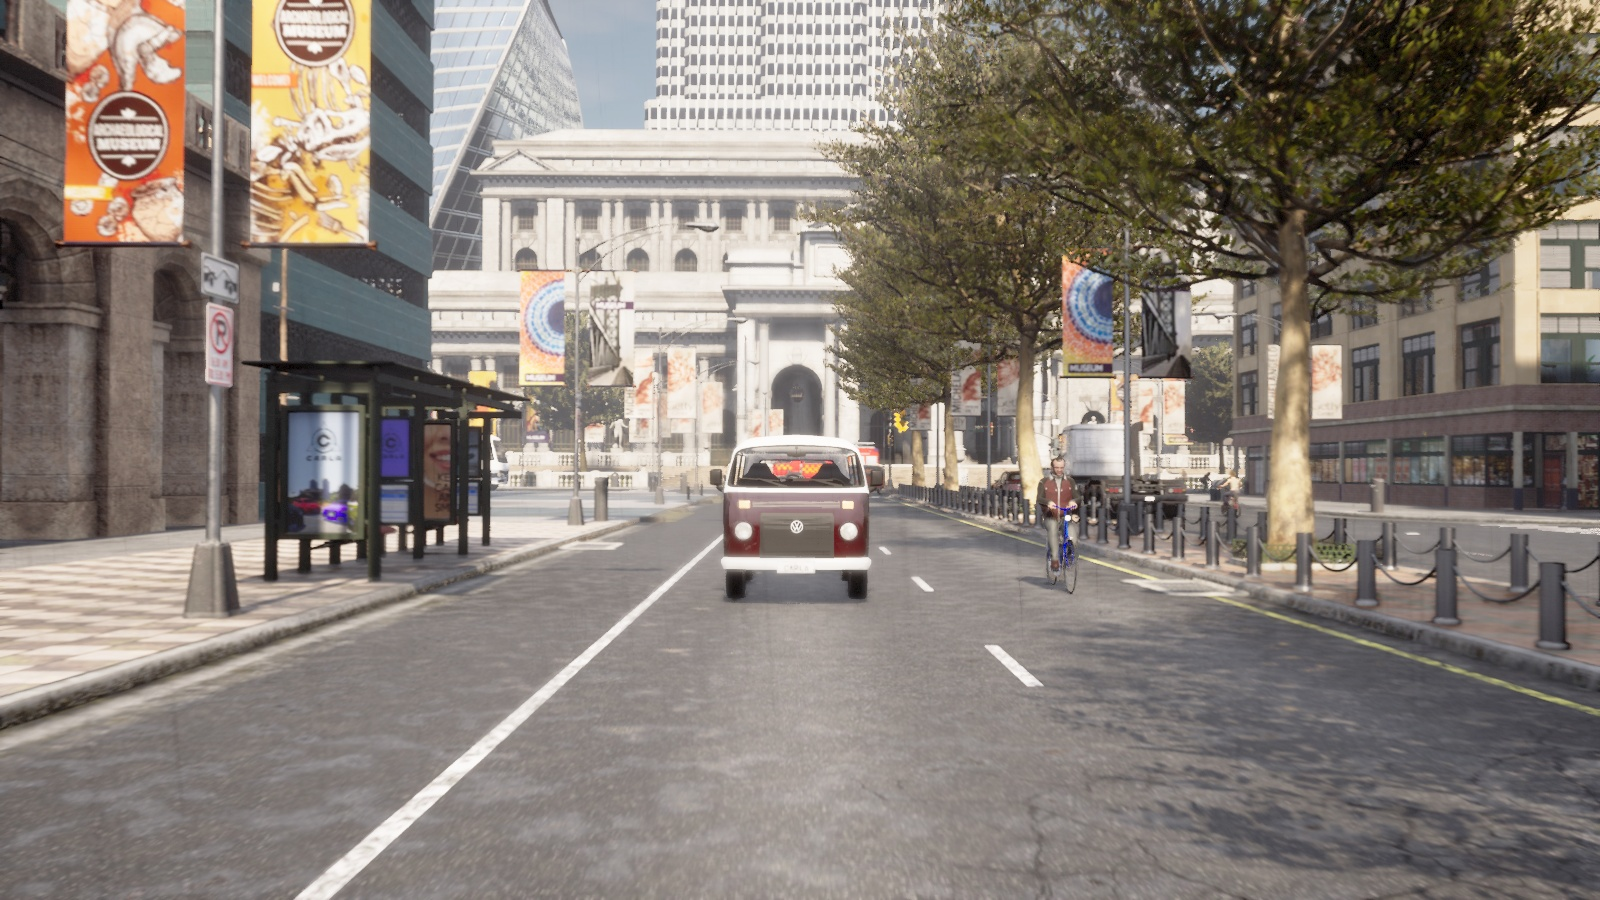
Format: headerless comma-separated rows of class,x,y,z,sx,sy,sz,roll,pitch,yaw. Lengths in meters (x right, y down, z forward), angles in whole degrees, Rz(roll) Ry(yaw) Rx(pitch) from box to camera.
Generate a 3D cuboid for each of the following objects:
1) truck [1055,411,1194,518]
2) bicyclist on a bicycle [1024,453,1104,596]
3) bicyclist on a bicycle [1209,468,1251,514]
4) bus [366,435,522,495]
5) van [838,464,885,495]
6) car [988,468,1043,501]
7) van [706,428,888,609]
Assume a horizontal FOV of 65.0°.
truck,11.386,0.539,44.946,2.891,3.462,7.936,0,-1,0
bicyclist on a bicycle,3.459,0.949,16.592,0.659,1.776,1.843,0,-1,0
bicyclist on a bicycle,15.088,1.429,44.091,0.866,1.612,1.509,0,-1,-5
bus,-25.915,1.079,91.837,10.273,4.253,3.944,0,-1,0
van,4.134,1.947,83.412,1.775,1.987,4.442,-1,-1,22
car,11.290,1.806,66.087,2.033,1.649,4.856,0,-1,0
van,-0.042,0.815,16.511,2.069,2.038,4.480,0,-1,0
